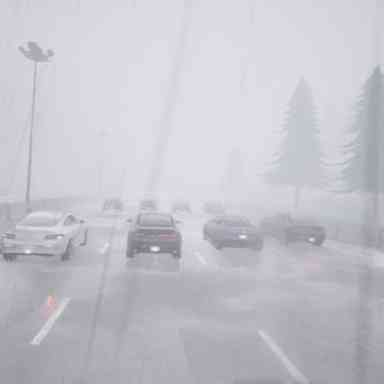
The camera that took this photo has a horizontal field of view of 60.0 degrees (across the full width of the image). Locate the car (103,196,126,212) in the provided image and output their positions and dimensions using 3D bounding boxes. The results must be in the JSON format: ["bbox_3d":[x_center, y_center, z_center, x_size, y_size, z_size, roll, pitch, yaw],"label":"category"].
[{"bbox_3d":[-7.940,1.164,34.009,1.837,1.490,4.892,3,1,-8],"label":"car"}]

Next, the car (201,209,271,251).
[{"bbox_3d":[1.734,1.723,15.122,1.994,1.385,4.181,3,0,-8],"label":"car"}]

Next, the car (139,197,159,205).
[{"bbox_3d":[-4.599,1.313,35.368,1.837,1.490,4.892,3,1,-8],"label":"car"}]

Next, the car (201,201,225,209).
[{"bbox_3d":[2.286,1.689,36.614,1.994,1.385,4.181,3,0,-8],"label":"car"}]

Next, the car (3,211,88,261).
[{"bbox_3d":[-4.811,1.372,11.427,1.812,1.442,4.674,3,0,-8],"label":"car"}]

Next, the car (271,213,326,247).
[{"bbox_3d":[4.987,1.820,17.136,1.837,1.490,4.892,3,0,-8],"label":"car"}]

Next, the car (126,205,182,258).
[{"bbox_3d":[-1.479,1.512,12.857,1.837,1.490,4.892,3,0,-8],"label":"car"}]

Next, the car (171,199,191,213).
[{"bbox_3d":[-1.222,1.484,36.467,1.812,1.442,4.674,3,1,-8],"label":"car"}]
